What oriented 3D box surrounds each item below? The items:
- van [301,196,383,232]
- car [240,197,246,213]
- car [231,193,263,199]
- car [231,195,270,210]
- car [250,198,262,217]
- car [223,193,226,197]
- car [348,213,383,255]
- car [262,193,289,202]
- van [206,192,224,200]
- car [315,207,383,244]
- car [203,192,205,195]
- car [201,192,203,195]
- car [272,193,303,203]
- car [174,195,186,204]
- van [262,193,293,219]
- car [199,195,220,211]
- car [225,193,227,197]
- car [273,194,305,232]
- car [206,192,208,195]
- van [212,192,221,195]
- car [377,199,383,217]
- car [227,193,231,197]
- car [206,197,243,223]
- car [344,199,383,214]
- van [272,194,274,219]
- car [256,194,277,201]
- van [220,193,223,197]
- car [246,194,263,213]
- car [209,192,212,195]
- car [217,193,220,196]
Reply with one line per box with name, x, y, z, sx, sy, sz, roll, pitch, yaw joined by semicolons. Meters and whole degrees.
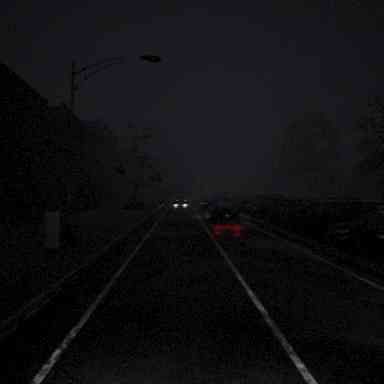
van;8.427;1.383;17.493;4.442;1.987;1.878;1;0;-2
car;7.718;1.546;34.297;4.674;1.452;2.002;1;0;-2
car;7.599;1.237;37.096;5.566;2.045;2.435;1;0;-2
car;7.399;1.329;42.700;4.553;1.767;2.185;1;0;-2
car;7.910;1.541;28.694;4.892;1.521;2.231;1;0;-2
car;7.266;1.296;48.305;4.553;1.767;2.185;1;0;-2
car;8.500;1.668;11.882;4.674;1.452;2.002;1;0;-2
car;19.295;1.198;76.944;5.566;2.045;2.435;1;0;-2
van;5.984;1.005;87.527;4.442;1.987;1.878;1;0;-2
car;8.412;1.619;14.684;4.892;1.521;2.231;1;0;-2
car;6.091;0.994;81.920;5.566;2.045;2.435;1;0;-2
car;5.761;1.222;90.324;4.892;1.521;2.231;1;0;-2
car;19.585;1.237;68.594;5.566;2.045;2.435;1;0;-2
car;-1.931;1.279;55.867;1.837;1.490;4.892;1;0;-2
van;8.134;1.333;25.895;4.442;1.987;1.878;1;0;-2
car;1.915;1.424;39.250;1.837;1.490;4.892;1;1;-1
car;7.301;1.312;45.502;4.553;1.767;2.185;1;0;-2
car;8.185;1.339;20.286;5.566;2.045;2.435;1;0;-2
car;6.226;1.292;76.317;4.792;1.488;2.163;1;0;-2
van;6.630;1.110;62.307;4.442;1.987;1.878;1;0;-2
car;20.906;1.582;32.407;4.553;1.767;2.185;1;0;-2
car;7.501;1.221;39.898;5.566;2.045;2.435;1;0;-2
car;2.387;1.465;25.586;1.882;1.535;5.008;1;0;-1
car;20.495;1.668;37.947;5.366;1.575;1.946;1;0;-2
van;8.232;1.350;23.094;4.442;1.987;1.878;1;0;-2
car;19.022;1.424;85.294;5.008;1.535;2.097;1;0;-2
van;7.021;1.177;51.101;4.442;1.987;1.878;1;0;-2
car;7.852;1.398;31.496;4.553;1.767;2.185;1;0;-2
car;6.734;1.303;67.922;5.366;1.575;1.946;1;0;-2
car;7.032;1.388;53.908;5.008;1.535;2.097;1;0;-2
